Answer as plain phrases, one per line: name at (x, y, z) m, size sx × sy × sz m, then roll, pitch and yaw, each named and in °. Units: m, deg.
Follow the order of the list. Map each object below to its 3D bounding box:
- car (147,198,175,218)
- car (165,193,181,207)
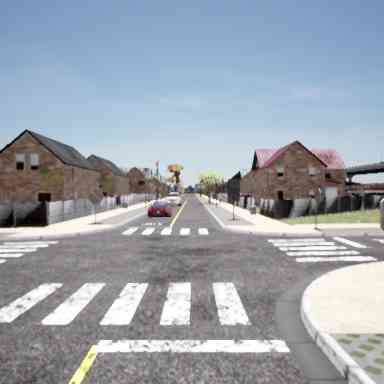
car at (-2.834, 1.510, 29.861) m, size 1.994 × 1.385 × 4.181 m, roll 0°, pitch 0°, yaw 0°
car at (-2.804, 1.128, 50.828) m, size 2.150 × 2.045 × 5.566 m, roll 0°, pitch 0°, yaw 0°
